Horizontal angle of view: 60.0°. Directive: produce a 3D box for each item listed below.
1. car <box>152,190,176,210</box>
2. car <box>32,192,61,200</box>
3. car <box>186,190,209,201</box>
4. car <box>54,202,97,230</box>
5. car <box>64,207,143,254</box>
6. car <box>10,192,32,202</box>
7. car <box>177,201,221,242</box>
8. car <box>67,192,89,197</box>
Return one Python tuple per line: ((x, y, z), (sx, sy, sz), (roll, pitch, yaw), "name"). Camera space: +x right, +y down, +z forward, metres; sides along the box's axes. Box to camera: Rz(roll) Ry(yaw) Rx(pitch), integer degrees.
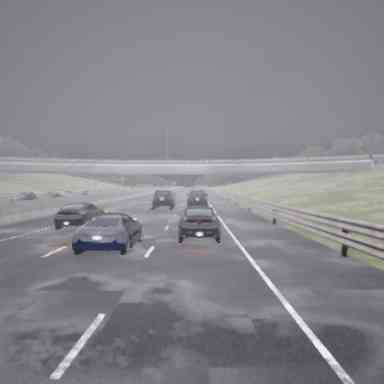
((-2.942, 0.761, 35.467), (2.150, 2.045, 5.566), (0, 1, 0), "car")
((-20.458, 0.745, 47.844), (2.128, 1.511, 4.902), (0, 1, 1), "car")
((0.569, 0.763, 35.391), (2.150, 2.045, 5.566), (0, 1, 1), "car")
((-6.616, 1.362, 20.003), (1.837, 1.490, 4.892), (0, 1, 1), "car")
((-3.195, 1.505, 13.273), (1.994, 1.385, 4.181), (0, 0, 1), "car")
((-23.962, 0.754, 47.465), (2.128, 1.511, 4.902), (0, 1, 1), "car")
((0.336, 1.419, 15.907), (1.837, 1.490, 4.892), (0, 1, 1), "car")
((-16.930, 0.693, 49.513), (1.882, 1.535, 5.008), (0, 1, 1), "car")
